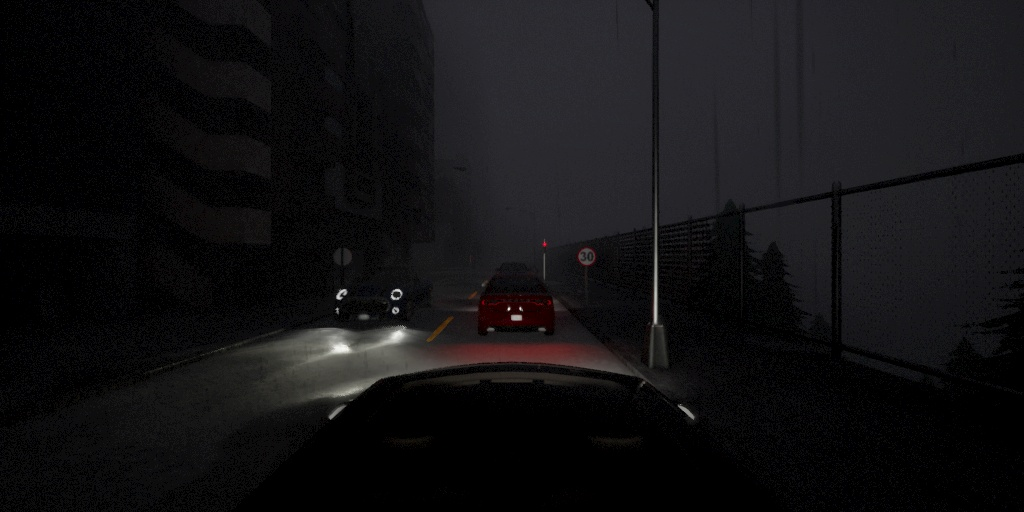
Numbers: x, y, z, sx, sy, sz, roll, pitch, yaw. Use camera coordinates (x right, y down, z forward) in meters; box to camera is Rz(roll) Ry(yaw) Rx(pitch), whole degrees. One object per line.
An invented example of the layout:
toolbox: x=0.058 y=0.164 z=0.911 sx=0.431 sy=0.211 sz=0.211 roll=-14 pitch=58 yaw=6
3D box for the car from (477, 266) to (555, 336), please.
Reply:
car: x=0.094 y=1.227 z=10.482 sx=1.882 sy=1.535 sz=5.008 roll=0 pitch=0 yaw=0

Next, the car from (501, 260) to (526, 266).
car: x=0.090 y=1.100 z=20.851 sx=2.097 sy=1.767 sz=4.553 roll=0 pitch=0 yaw=0

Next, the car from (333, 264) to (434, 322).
car: x=-4.100 y=1.101 z=12.175 sx=2.097 sy=1.767 sz=4.553 roll=0 pitch=0 yaw=0
